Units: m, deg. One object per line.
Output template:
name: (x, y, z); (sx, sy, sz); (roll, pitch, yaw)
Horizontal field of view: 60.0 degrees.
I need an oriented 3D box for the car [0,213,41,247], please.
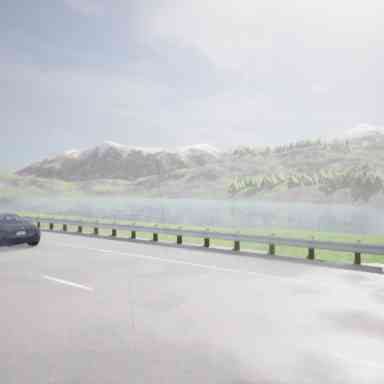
car: (-8.269, 1.570, 14.066); (4.181, 1.385, 1.994); (0, 0, 36)
